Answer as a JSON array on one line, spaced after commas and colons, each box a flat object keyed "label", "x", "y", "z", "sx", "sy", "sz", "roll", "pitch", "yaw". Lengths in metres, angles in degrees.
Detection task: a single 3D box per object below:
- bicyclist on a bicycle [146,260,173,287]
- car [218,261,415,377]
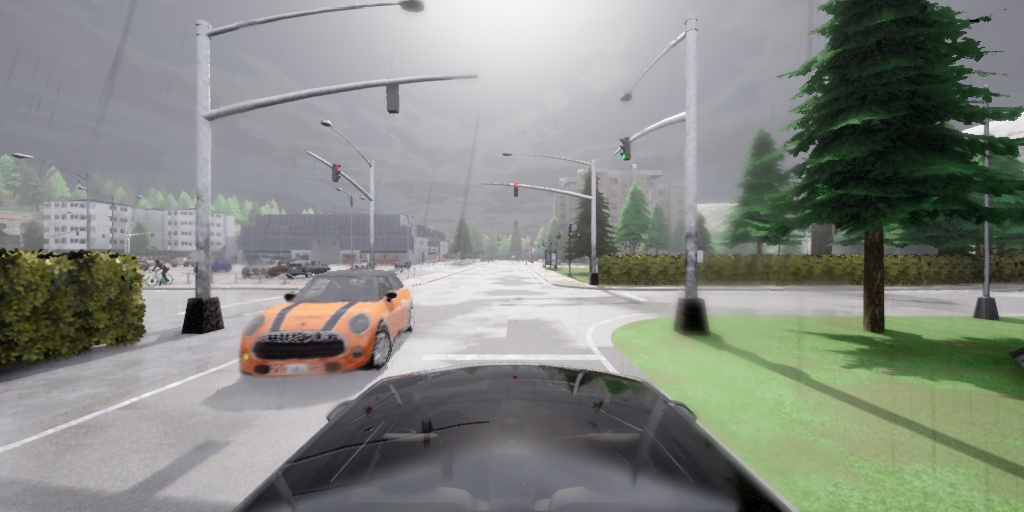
[{"label": "bicyclist on a bicycle", "x": -21.763, "y": 1.060, "z": 22.162, "sx": 0.582, "sy": 1.620, "sz": 1.656, "roll": 0, "pitch": 0, "yaw": 1}, {"label": "car", "x": -3.447, "y": 1.105, "z": 7.617, "sx": 2.097, "sy": 1.767, "sz": 4.553, "roll": 0, "pitch": 0, "yaw": -6}]
